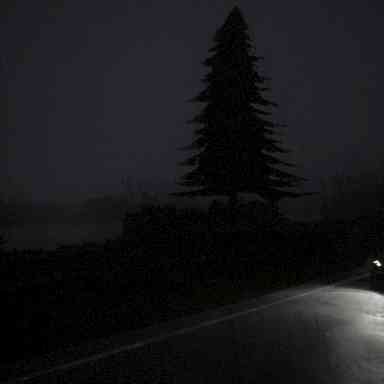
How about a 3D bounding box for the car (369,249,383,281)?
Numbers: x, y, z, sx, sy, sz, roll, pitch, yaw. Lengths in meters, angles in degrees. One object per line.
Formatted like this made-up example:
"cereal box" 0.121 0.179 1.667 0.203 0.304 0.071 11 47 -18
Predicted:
"car" 6.734 1.548 8.702 5.357 1.411 2.033 0 0 -37
